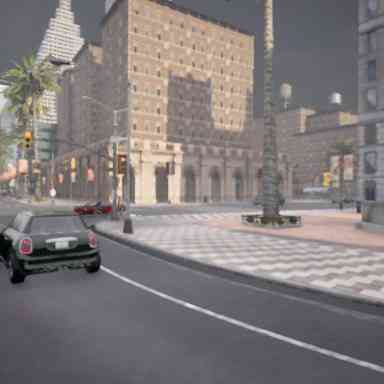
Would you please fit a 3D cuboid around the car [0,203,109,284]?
[{"bbox_3d":[-4.392,1.286,9.802,2.097,1.767,4.553,0,0,-36],"label":"car"}]

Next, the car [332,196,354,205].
[{"bbox_3d":[27.636,1.572,60.980,4.892,1.490,1.837,0,0,-33],"label":"car"}]

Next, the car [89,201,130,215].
[{"bbox_3d":[-7.778,1.440,29.430,1.895,1.301,4.718,0,0,39],"label":"car"}]

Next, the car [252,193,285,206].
[{"bbox_3d":[11.809,1.142,50.850,5.566,2.045,2.150,0,0,-33],"label":"car"}]
